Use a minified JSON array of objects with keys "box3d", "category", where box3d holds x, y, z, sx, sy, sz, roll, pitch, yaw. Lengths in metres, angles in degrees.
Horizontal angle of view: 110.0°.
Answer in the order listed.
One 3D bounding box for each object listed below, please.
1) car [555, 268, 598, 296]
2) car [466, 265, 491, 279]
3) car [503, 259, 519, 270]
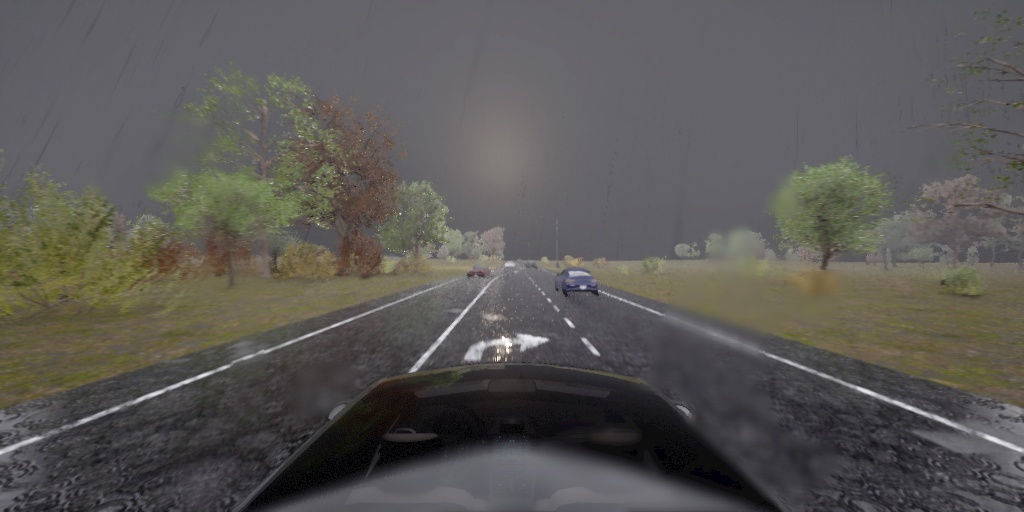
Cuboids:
[{"box3d":[3.507,1.382,19.953,1.812,1.442,4.674,0,0,0],"category":"car"},{"box3d":[-3.292,1.564,35.858,1.895,1.301,4.718,0,0,3],"category":"car"},{"box3d":[-0.284,1.649,62.672,1.812,1.442,4.674,0,0,4],"category":"car"}]
